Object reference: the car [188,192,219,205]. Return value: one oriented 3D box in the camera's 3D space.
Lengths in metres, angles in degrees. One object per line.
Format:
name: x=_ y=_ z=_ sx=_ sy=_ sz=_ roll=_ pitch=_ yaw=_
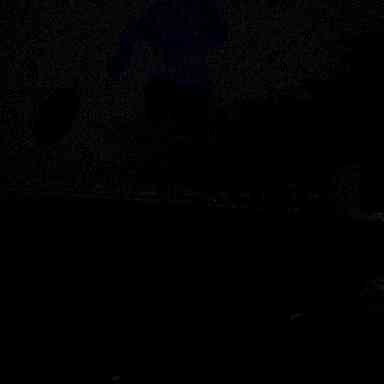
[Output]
car: x=1.422 y=0.821 z=42.605 sx=2.128 sy=1.511 sz=4.902 roll=-2 pitch=2 yaw=-36
